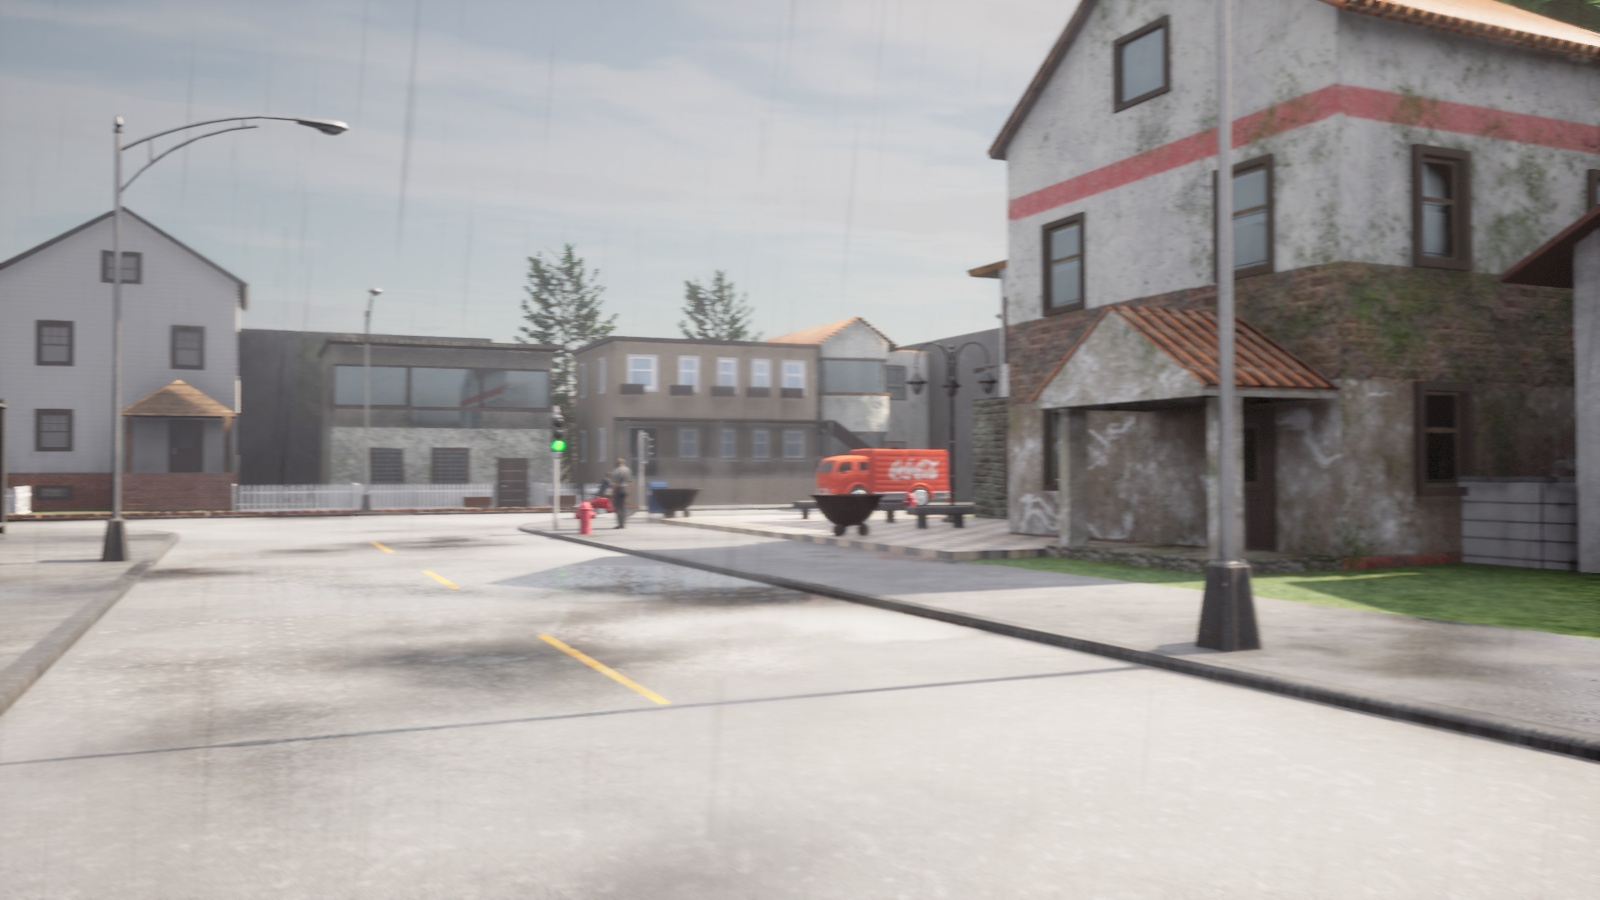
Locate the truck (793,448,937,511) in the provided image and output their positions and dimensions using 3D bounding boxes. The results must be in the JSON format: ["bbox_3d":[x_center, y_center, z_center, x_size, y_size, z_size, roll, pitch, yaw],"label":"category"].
[{"bbox_3d":[2.651,1.184,51.307,5.204,2.467,2.627,0,-1,-25],"label":"truck"}]

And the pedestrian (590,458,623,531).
[{"bbox_3d":[-4.948,1.128,32.077,0.540,1.848,0.694,0,-1,-42],"label":"pedestrian"}]

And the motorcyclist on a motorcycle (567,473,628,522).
[{"bbox_3d":[-6.823,1.574,42.368,1.817,1.590,0.866,0,0,-31],"label":"motorcyclist on a motorcycle"}]
